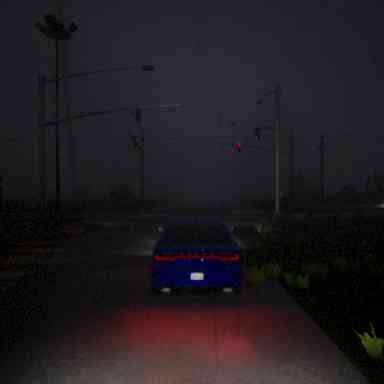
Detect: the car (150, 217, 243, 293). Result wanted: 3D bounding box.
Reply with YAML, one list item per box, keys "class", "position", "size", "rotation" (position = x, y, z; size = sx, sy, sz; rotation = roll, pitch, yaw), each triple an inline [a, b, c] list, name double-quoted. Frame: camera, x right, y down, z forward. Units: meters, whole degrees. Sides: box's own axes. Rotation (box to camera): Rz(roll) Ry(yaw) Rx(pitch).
- class: "car"
  position: [0.101, 1.366, 8.577]
  size: [1.882, 1.535, 5.008]
  rotation: [0, 1, 0]
